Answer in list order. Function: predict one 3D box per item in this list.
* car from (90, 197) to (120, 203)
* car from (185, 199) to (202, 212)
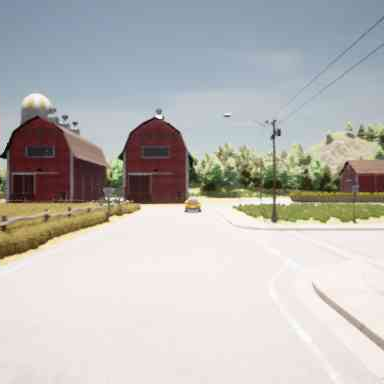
[{"bbox_3d":[-13.688,1.532,52.658,4.902,1.511,2.128,0,0,2],"label":"car"},{"bbox_3d":[0.142,1.508,39.165,1.882,1.535,5.008,0,-1,1],"label":"car"}]
